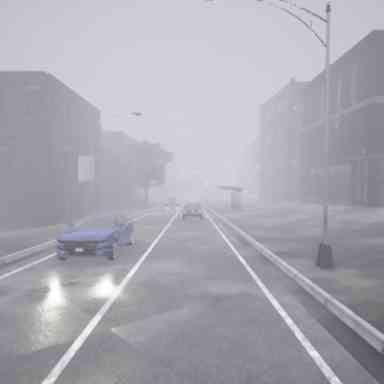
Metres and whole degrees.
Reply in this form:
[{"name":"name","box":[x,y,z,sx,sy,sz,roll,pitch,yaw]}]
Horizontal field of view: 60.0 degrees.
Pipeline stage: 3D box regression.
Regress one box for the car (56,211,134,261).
[{"name":"car","box":[-3.471,1.523,12.749,1.882,1.535,5.008,0,0,0]}]

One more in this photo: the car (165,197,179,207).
[{"name":"car","box":[-3.215,1.566,55.503,2.097,1.767,4.553,0,0,1]}]

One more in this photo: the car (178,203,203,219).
[{"name":"car","box":[0.056,1.683,30.297,2.033,1.411,5.357,0,0,0]}]
